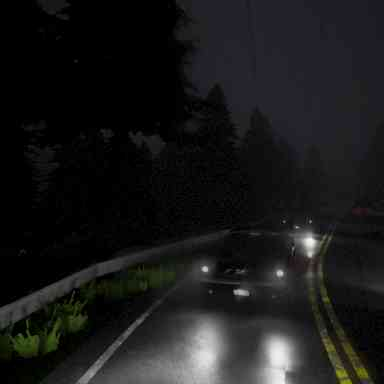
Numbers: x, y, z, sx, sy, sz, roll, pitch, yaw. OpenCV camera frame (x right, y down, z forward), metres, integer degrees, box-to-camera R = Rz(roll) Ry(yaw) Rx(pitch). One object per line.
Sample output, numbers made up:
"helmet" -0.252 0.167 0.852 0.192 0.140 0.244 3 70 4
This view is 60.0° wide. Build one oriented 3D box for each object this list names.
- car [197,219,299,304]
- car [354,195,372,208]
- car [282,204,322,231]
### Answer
"car" 1.618 1.599 8.436 1.895 1.301 4.718 -1 0 18
"car" 20.740 1.059 40.206 2.128 1.511 4.902 -2 0 28
"car" 6.731 1.461 20.064 2.033 1.411 5.357 -2 0 26
